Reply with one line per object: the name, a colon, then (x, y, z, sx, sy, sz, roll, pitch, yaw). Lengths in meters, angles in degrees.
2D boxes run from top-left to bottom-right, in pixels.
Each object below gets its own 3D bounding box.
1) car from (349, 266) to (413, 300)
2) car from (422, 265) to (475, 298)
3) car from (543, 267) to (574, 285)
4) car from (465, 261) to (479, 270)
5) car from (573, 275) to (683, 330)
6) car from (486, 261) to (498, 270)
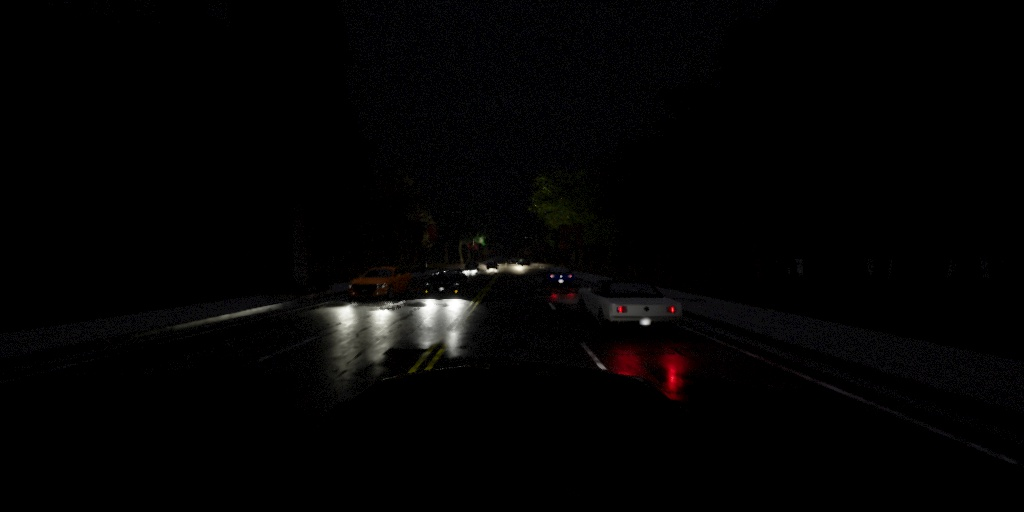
car: (-6.593, 1.284, 18.479, 1.882, 1.535, 5.008, 0, 0, 0)
car: (-3.342, 1.372, 18.966, 1.994, 1.385, 4.181, 0, 0, 0)
car: (3.358, 1.446, 26.752, 1.895, 1.301, 4.718, 0, 0, 0)
car: (-6.525, 1.538, 59.076, 2.128, 1.511, 4.902, 0, 0, 1)
car: (3.353, 1.378, 11.223, 1.895, 1.301, 4.718, 0, 0, 0)
car: (-3.266, 1.596, 59.501, 2.033, 1.411, 5.357, 0, 0, 1)
